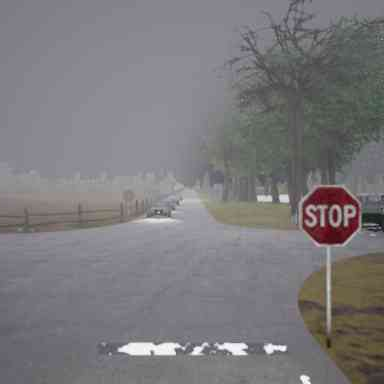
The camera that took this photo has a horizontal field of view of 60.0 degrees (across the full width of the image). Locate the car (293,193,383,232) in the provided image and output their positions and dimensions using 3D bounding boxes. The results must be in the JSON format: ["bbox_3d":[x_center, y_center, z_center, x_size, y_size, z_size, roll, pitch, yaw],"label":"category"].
[{"bbox_3d":[8.040,1.112,16.818,5.566,2.045,2.150,-1,-1,4],"label":"car"}]

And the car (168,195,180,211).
[{"bbox_3d":[-2.870,1.440,40.015,2.033,1.411,5.357,0,0,0],"label":"car"}]

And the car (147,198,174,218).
[{"bbox_3d":[-2.864,1.521,29.621,1.994,1.385,4.181,0,0,-2],"label":"car"}]

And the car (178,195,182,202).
[{"bbox_3d":[-2.872,1.277,50.455,1.882,1.535,5.008,0,1,0],"label":"car"}]
